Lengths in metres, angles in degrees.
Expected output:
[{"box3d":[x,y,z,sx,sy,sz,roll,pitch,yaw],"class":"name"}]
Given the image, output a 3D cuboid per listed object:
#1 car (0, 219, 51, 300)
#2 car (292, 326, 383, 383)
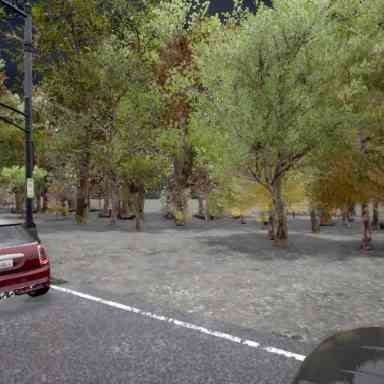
[{"box3d":[-5.196,1.350,7.379,4.553,1.767,2.097,0,1,35],"class":"car"},{"box3d":[2.943,1.496,1.588,4.892,1.490,1.837,0,1,36],"class":"car"}]
